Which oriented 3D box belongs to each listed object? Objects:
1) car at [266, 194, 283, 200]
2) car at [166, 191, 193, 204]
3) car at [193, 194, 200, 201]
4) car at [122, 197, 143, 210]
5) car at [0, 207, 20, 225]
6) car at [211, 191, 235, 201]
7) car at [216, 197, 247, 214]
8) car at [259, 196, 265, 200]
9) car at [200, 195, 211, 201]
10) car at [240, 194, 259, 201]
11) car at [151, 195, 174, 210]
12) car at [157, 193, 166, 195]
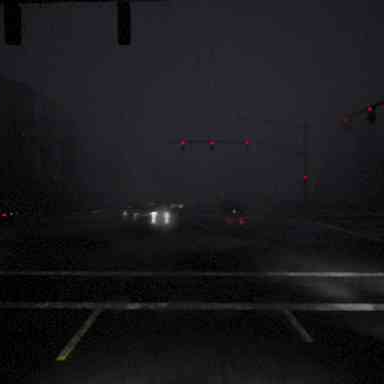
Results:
[{"bbox_3d":[18.620,1.188,75.592,4.718,1.301,1.895,0,0,-36],"label":"car"},{"bbox_3d":[-2.039,0.920,56.174,2.150,2.045,5.566,0,0,15],"label":"car"},{"bbox_3d":[0.778,1.137,71.454,2.033,1.411,5.357,0,0,31],"label":"car"},{"bbox_3d":[-7.050,1.330,40.088,2.033,1.411,5.357,0,0,-1],"label":"car"},{"bbox_3d":[-13.894,1.433,21.053,5.357,1.411,2.033,0,0,2],"label":"car"},{"bbox_3d":[6.816,0.856,67.888,2.150,2.045,5.566,0,0,35],"label":"car"},{"bbox_3d":[3.765,1.426,32.382,1.895,1.301,4.718,0,0,-1],"label":"car"},{"bbox_3d":[13.733,1.130,76.060,5.357,1.411,2.033,0,0,-39],"label":"car"},{"bbox_3d":[4.257,1.203,70.403,1.895,1.301,4.718,0,0,35],"label":"car"},{"bbox_3d":[11.451,1.156,68.412,1.812,1.442,4.674,0,0,38],"label":"car"},{"bbox_3d":[-3.528,1.390,38.958,1.895,1.301,4.718,0,0,-1],"label":"car"},{"bbox_3d":[-5.358,1.043,57.132,2.097,1.767,4.553,0,0,15],"label":"car"}]
